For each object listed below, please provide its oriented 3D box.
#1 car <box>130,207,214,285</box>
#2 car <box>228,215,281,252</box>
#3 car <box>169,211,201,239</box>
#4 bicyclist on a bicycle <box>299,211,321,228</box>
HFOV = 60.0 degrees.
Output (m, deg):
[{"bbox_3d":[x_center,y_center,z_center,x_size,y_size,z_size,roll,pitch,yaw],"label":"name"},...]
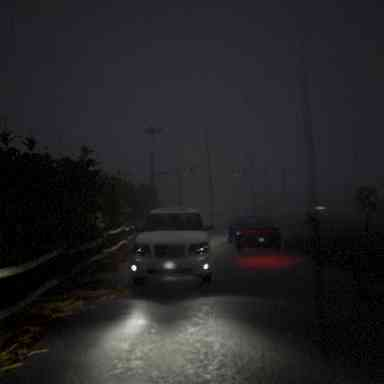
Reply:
[{"bbox_3d":[-0.532,1.549,10.946,2.150,2.045,5.566,-1,-2,1],"label":"car"},{"bbox_3d":[2.849,1.868,16.040,1.882,1.535,5.008,-1,-2,0],"label":"car"},{"bbox_3d":[-0.408,2.118,22.554,1.882,1.535,5.008,-1,-2,0],"label":"car"},{"bbox_3d":[6.024,1.796,16.861,1.656,1.620,0.582,-2,-2,0],"label":"bicyclist on a bicycle"}]
